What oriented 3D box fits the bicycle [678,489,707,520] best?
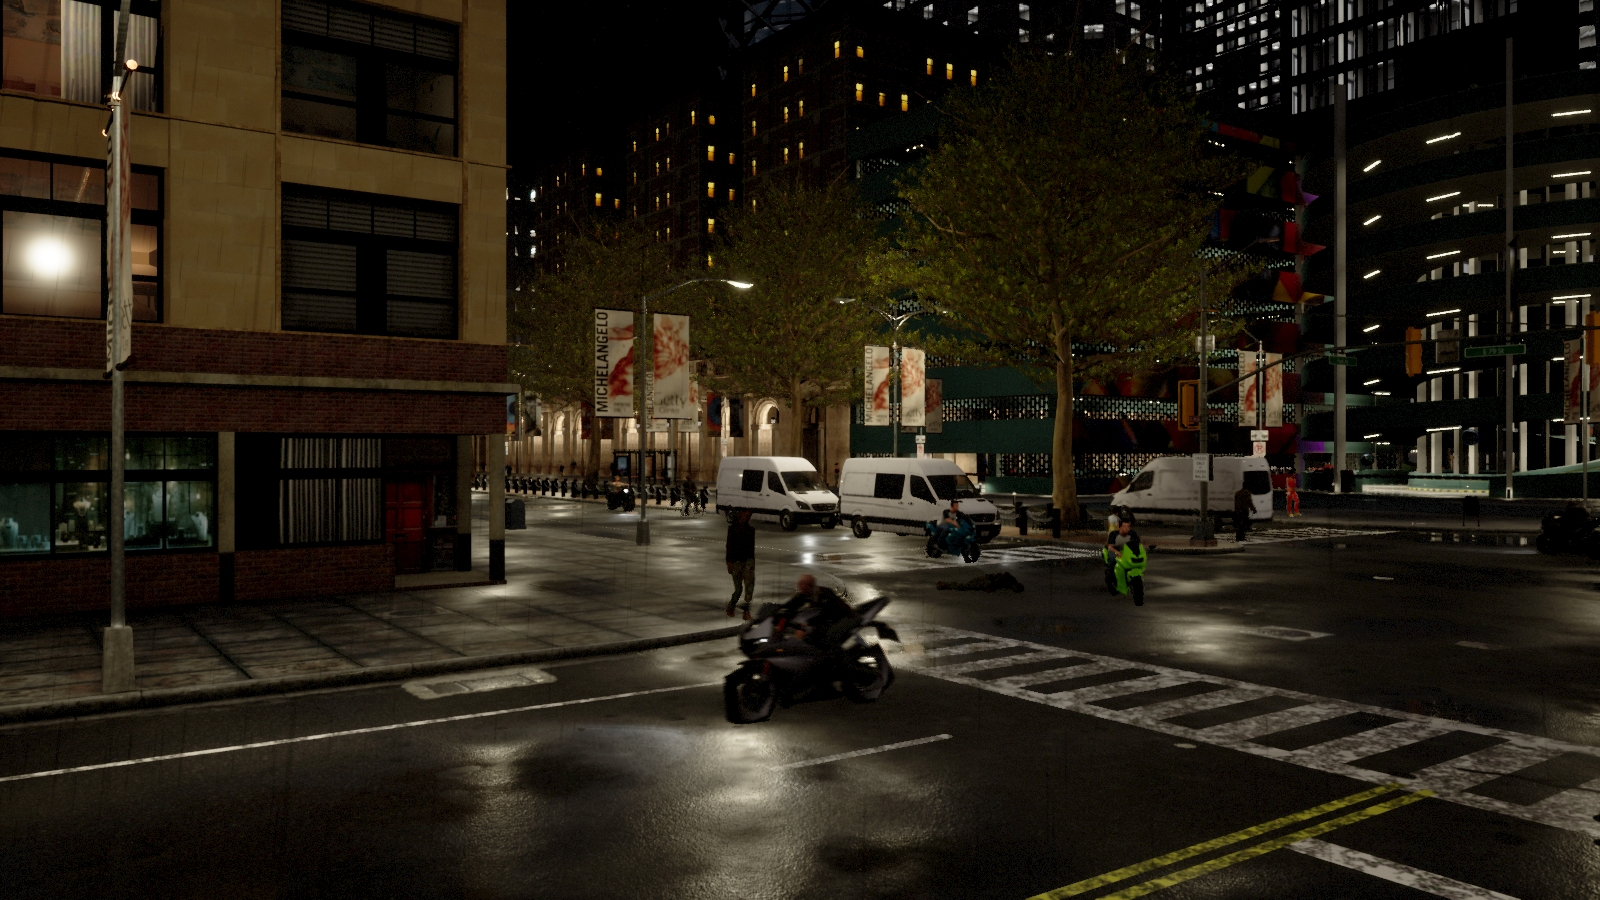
[{"bbox_3d":[-4.413,2.210,46.722,0.329,1.171,1.835,0,0,-35],"label":"bicycle"}]

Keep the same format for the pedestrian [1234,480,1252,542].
[{"bbox_3d":[13.447,1.848,34.682,0.375,1.860,0.375,0,0,-26],"label":"pedestrian"}]

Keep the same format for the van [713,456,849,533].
[{"bbox_3d":[-0.813,1.534,41.652,1.988,2.561,5.915,0,0,-35],"label":"van"}]

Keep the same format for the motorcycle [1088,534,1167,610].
[{"bbox_3d":[5.999,2.213,21.058,0.803,1.145,2.033,-2,0,-1],"label":"motorcycle"}]

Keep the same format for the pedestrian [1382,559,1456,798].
[{"bbox_3d":[5.062,1.848,9.351,0.375,1.860,0.375,0,0,-17],"label":"pedestrian"}]

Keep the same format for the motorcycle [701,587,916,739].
[{"bbox_3d":[0.122,2.205,12.192,2.209,1.251,0.867,0,-1,-37],"label":"motorcycle"}]

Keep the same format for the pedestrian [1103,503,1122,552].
[{"bbox_3d":[8.609,2.129,31.477,0.375,1.300,0.375,0,0,-31],"label":"pedestrian"}]

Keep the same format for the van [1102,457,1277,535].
[{"bbox_3d":[13.796,1.534,40.927,1.988,2.561,5.915,0,0,-35],"label":"van"}]

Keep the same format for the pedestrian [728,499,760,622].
[{"bbox_3d":[-0.876,1.699,17.736,0.375,1.860,0.375,0,0,-27],"label":"pedestrian"}]

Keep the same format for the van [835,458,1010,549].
[{"bbox_3d":[3.640,1.534,35.329,1.988,2.561,5.915,0,0,-35],"label":"van"}]
